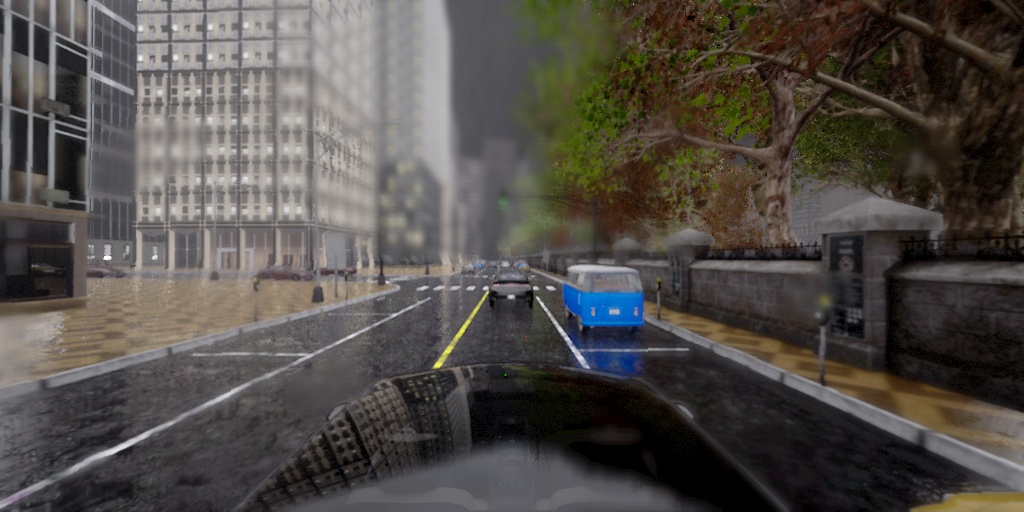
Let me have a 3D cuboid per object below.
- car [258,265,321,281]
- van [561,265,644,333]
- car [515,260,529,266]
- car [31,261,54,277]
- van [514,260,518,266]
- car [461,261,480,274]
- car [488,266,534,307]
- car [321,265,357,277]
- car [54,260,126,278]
[{"bbox_3d":[-18.271,1.402,29.031,4.207,1.307,1.802,0,0,3],"label":"car"},{"bbox_3d":[2.550,1.174,10.793,1.690,1.789,3.998,0,0,0],"label":"van"},{"bbox_3d":[1.870,1.745,54.507,1.751,1.417,4.829,0,0,-2],"label":"car"},{"bbox_3d":[-40.172,1.106,30.097,4.829,1.417,1.751,0,0,2],"label":"car"},{"bbox_3d":[1.717,1.608,59.880,1.690,1.789,3.998,0,0,-2],"label":"van"},{"bbox_3d":[-5.858,1.719,48.414,2.007,1.370,4.403,0,0,-1],"label":"car"},{"bbox_3d":[-0.041,1.375,16.187,2.128,1.511,4.902,0,0,0],"label":"car"},{"bbox_3d":[-18.250,1.455,37.144,4.207,1.307,1.802,0,0,3],"label":"car"},{"bbox_3d":[-34.798,1.223,29.889,4.207,1.307,1.802,0,0,3],"label":"car"}]
